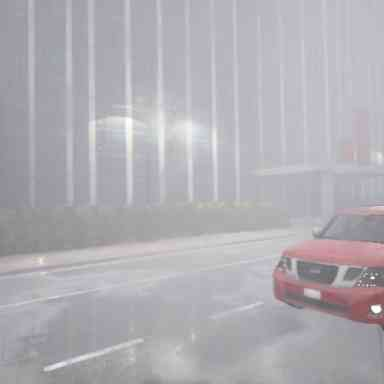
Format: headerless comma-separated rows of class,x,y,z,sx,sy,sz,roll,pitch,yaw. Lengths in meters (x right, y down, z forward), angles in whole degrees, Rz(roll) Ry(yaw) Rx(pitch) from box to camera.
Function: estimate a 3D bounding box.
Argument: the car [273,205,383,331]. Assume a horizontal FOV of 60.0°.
car,4.164,1.326,7.207,5.566,2.045,2.150,0,-2,-38
